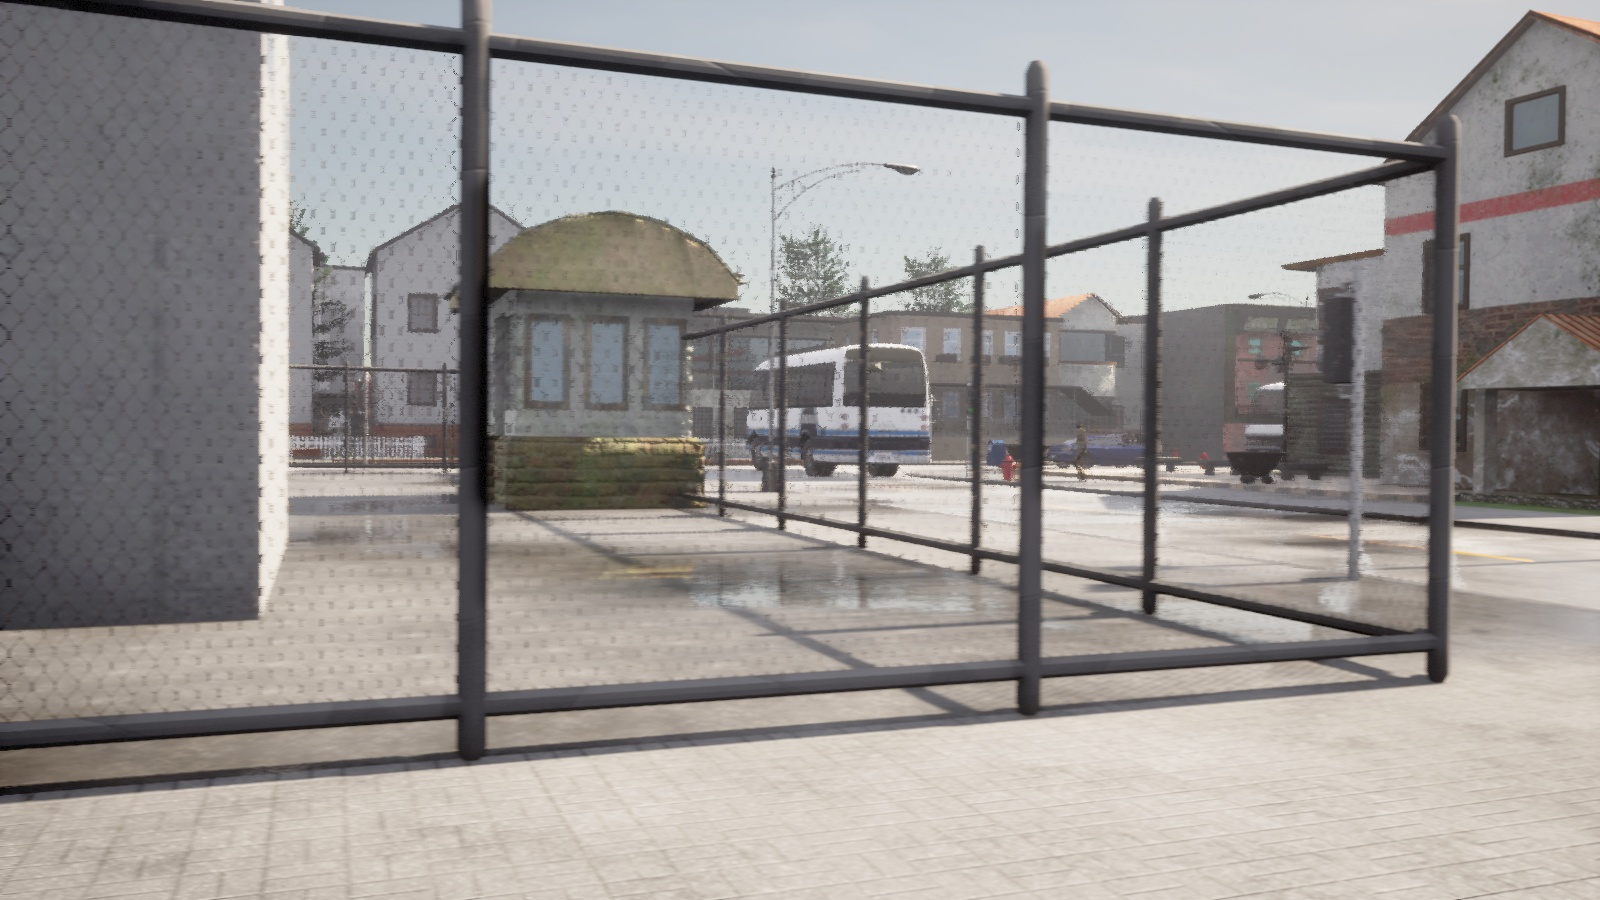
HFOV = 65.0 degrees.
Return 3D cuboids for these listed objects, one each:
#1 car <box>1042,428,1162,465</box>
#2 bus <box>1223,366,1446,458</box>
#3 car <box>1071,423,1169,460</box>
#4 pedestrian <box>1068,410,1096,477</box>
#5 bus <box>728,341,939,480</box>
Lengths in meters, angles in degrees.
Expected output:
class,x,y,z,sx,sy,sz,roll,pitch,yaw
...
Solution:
class,x,y,z,sx,sy,sz,roll,pitch,yaw
car,12.700,-0.172,52.762,4.674,1.442,1.812,-1,1,-20
bus,26.461,-1.877,62.184,10.273,4.253,3.944,-1,1,-21
car,14.722,-0.403,57.785,3.988,1.617,1.851,-1,1,-21
pedestrian,8.197,-0.181,36.501,0.692,1.930,0.396,-1,1,-1
bus,0.830,-1.303,43.971,3.944,4.253,10.273,-1,1,-19
